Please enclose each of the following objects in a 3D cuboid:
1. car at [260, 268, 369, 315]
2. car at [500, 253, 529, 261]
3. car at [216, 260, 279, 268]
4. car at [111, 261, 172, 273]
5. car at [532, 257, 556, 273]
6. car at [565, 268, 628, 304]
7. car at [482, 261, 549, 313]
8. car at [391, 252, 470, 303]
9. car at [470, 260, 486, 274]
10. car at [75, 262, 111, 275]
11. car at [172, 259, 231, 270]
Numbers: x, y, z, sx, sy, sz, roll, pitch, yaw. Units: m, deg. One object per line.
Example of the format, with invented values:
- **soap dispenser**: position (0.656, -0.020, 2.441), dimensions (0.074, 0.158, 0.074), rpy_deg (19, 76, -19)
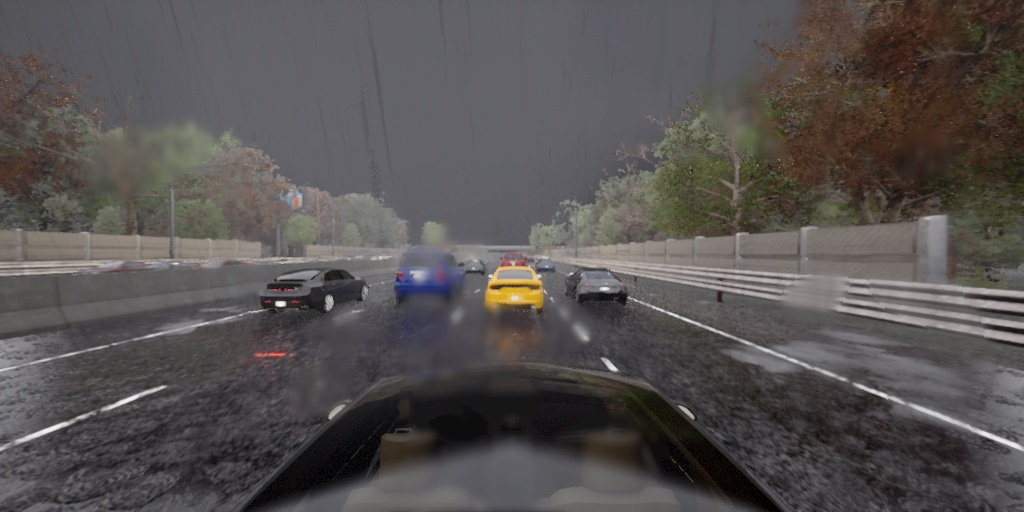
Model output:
- **car**: position (-6.895, 1.160, 13.108), dimensions (1.837, 1.490, 4.892), rpy_deg (0, 0, 0)
- **car**: position (0.105, 0.718, 32.432), dimensions (2.150, 2.045, 5.566), rpy_deg (0, 0, 0)
- **car**: position (-17.593, 1.158, 24.982), dimensions (1.895, 1.301, 4.718), rpy_deg (0, 0, 0)
- **car**: position (-24.594, 1.098, 25.705), dimensions (2.033, 1.411, 5.357), rpy_deg (0, 0, 0)
- **car**: position (3.507, 1.013, 38.212), dimensions (1.994, 1.385, 4.181), rpy_deg (0, 0, 0)
- **car**: position (3.504, 1.197, 15.566), dimensions (1.994, 1.385, 4.181), rpy_deg (0, 0, 0)
- **car**: position (0.107, 1.129, 13.507), dimensions (1.882, 1.535, 5.008), rpy_deg (0, 0, 0)
- **car**: position (-3.396, 0.854, 15.840), dimensions (2.150, 2.045, 5.566), rpy_deg (0, 0, 0)
- **car**: position (-3.389, 1.051, 33.628), dimensions (1.994, 1.385, 4.181), rpy_deg (0, 0, 0)
- **car**: position (-28.091, 1.076, 25.748), dimensions (1.812, 1.442, 4.674), rpy_deg (0, 0, 0)
- **car**: position (-21.091, 1.026, 25.931), dimensions (1.882, 1.535, 5.008), rpy_deg (0, 0, 0)
